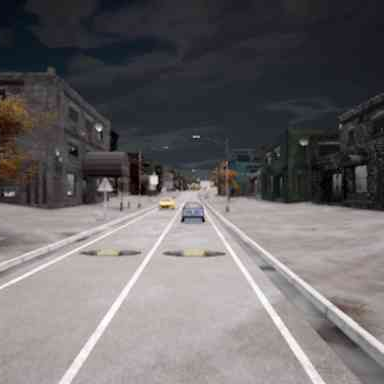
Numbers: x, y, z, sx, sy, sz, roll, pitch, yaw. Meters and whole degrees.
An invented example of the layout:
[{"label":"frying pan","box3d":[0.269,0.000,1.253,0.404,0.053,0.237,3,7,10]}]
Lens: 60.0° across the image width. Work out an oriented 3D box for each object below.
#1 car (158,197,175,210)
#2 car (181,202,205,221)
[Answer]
[{"label":"car","box3d":[-3.102,1.443,41.486,1.882,1.535,5.008,0,0,0]},{"label":"car","box3d":[0.094,1.549,27.049,2.033,1.411,5.357,0,0,0]}]
